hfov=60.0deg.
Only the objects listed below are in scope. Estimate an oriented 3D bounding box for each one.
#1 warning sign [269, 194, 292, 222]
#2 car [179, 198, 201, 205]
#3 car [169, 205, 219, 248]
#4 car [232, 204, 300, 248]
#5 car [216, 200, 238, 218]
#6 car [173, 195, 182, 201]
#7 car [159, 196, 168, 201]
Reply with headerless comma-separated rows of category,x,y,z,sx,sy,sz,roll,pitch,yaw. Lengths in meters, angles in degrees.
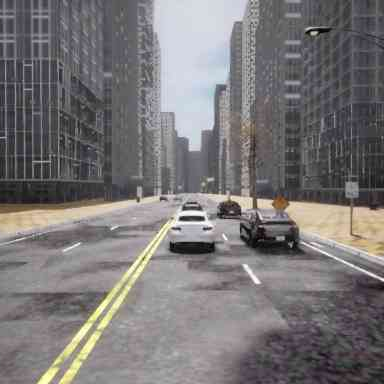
warning sign,6.115,1.108,23.010,1.300,1.860,1.060,1,1,0
car,0.000,1.508,29.653,1.837,1.490,4.892,0,0,0
car,0.000,1.529,14.652,1.812,1.442,4.674,0,0,0
car,3.251,1.491,14.652,2.128,1.511,4.902,0,0,0
car,3.250,1.477,29.654,1.882,1.535,5.008,0,0,0
car,-3.249,1.413,75.890,2.033,1.411,5.357,0,0,0
car,-6.500,1.468,75.860,1.895,1.301,4.718,0,0,0
